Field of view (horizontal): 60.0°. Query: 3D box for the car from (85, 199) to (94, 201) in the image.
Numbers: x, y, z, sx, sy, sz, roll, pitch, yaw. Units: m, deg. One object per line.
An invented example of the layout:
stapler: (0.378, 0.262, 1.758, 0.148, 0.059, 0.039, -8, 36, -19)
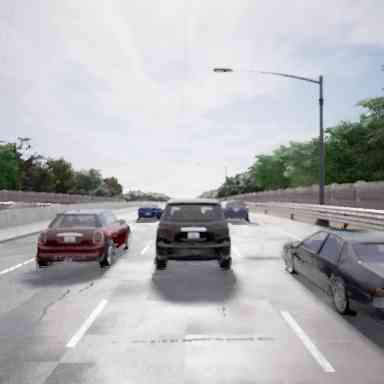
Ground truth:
car: (-21.512, 2.291, 69.662, 1.837, 1.490, 4.892, 0, -2, 0)

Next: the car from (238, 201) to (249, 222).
car: (3.400, 1.480, 27.757, 2.097, 1.767, 4.553, 0, -1, 0)

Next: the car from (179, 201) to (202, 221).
car: (-0.112, 1.642, 29.582, 1.882, 1.535, 5.008, 0, -1, 0)

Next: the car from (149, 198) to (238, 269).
car: (0.023, 1.222, 11.295, 2.150, 2.045, 5.566, 0, 0, 0)

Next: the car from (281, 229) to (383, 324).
car: (3.553, 1.537, 7.393, 2.033, 1.411, 5.357, 0, 0, 0)

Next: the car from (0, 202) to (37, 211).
car: (-14.300, 1.655, 28.199, 1.882, 1.535, 5.008, 0, -1, 0)

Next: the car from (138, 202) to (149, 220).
car: (-3.613, 1.650, 29.538, 1.882, 1.535, 5.008, 0, -1, 0)

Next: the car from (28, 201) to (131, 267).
car: (-3.479, 1.362, 11.552, 2.097, 1.767, 4.553, 0, 0, 0)
